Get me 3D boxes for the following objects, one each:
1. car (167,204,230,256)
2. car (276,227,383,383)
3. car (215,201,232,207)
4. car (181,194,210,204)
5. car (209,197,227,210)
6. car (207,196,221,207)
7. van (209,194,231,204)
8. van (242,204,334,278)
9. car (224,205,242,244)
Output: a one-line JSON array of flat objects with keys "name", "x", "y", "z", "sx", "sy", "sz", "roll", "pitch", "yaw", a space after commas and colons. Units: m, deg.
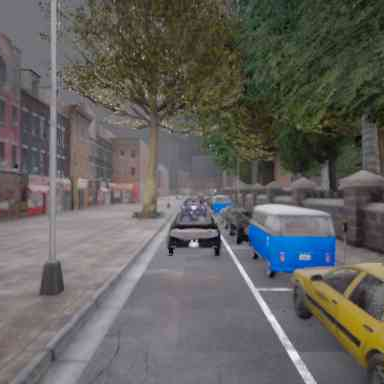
[{"name": "car", "x": 0.092, "y": 1.445, "z": 12.952, "sx": 2.128, "sy": 1.511, "sz": 4.902, "roll": 0, "pitch": 0, "yaw": 1}, {"name": "car", "x": 2.666, "y": 1.509, "z": 4.451, "sx": 1.752, "sy": 1.417, "sz": 4.829, "roll": 1, "pitch": 0, "yaw": 0}, {"name": "car", "x": 2.727, "y": 1.481, "z": 20.629, "sx": 2.008, "sy": 1.369, "sz": 4.403, "roll": 1, "pitch": 0, "yaw": 0}, {"name": "car", "x": 0.150, "y": 1.261, "z": 27.892, "sx": 2.097, "sy": 1.767, "sz": 4.553, "roll": 0, "pitch": 0, "yaw": 1}, {"name": "car", "x": 3.180, "y": 1.382, "z": 41.804, "sx": 1.837, "sy": 1.490, "sz": 4.892, "roll": 0, "pitch": 0, "yaw": 0}, {"name": "car", "x": 3.210, "y": 1.391, "z": 48.805, "sx": 1.812, "sy": 1.442, "sz": 4.674, "roll": 0, "pitch": 0, "yaw": 0}, {"name": "van", "x": 2.771, "y": 1.242, "z": 31.527, "sx": 1.690, "sy": 1.788, "sz": 3.998, "roll": 1, "pitch": 0, "yaw": 0}, {"name": "van", "x": 2.688, "y": 1.305, "z": 9.729, "sx": 1.690, "sy": 1.788, "sz": 3.998, "roll": 1, "pitch": 0, "yaw": 0}, {"name": "car", "x": 2.706, "y": 1.512, "z": 15.180, "sx": 1.947, "sy": 1.339, "sz": 4.313, "roll": 1, "pitch": 0, "yaw": 0}]
